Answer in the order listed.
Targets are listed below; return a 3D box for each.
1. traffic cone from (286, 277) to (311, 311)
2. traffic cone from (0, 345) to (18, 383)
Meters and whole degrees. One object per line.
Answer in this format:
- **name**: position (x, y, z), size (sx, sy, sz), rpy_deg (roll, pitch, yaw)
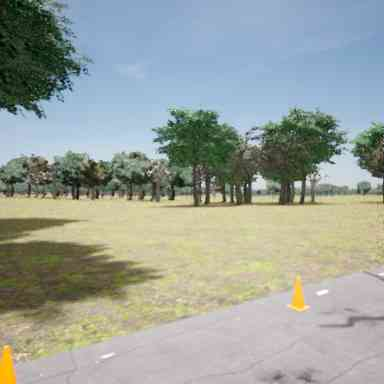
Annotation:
- **traffic cone**: position (2.078, 1.952, 6.486), size (0.340, 0.580, 0.340), rpy_deg (0, 0, -35)
- **traffic cone**: position (-1.993, 1.955, 3.583), size (0.340, 0.580, 0.340), rpy_deg (0, 0, -35)
